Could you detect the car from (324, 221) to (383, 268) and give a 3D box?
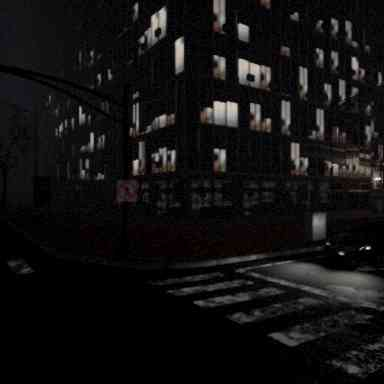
[{"bbox_3d":[6.960,1.840,12.625,4.674,1.442,1.812,1,-1,-36],"label":"car"}]
